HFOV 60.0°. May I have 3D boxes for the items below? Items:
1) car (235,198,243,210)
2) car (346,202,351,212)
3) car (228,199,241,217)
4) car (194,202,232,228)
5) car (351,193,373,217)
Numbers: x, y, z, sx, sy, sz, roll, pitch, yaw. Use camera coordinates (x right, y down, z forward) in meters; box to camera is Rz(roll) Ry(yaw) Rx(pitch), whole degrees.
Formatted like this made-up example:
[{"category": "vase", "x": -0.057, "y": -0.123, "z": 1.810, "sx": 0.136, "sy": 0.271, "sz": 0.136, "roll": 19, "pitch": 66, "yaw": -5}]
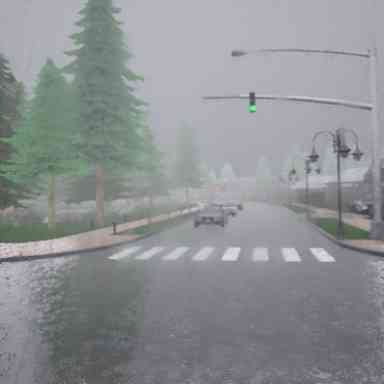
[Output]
[{"category": "car", "x": 5.488, "y": 1.580, "z": 42.724, "sx": 1.882, "sy": 1.535, "sz": 5.008, "roll": -2, "pitch": 0, "yaw": 12}, {"category": "car", "x": 15.177, "y": 0.907, "z": 27.838, "sx": 3.866, "sy": 1.878, "sz": 1.905, "roll": -2, "pitch": 0, "yaw": 12}, {"category": "car", "x": 3.411, "y": 1.698, "z": 32.759, "sx": 1.895, "sy": 1.301, "sz": 4.718, "roll": -2, "pitch": 0, "yaw": 12}, {"category": "car", "x": 1.400, "y": 1.655, "z": 23.111, "sx": 1.994, "sy": 1.385, "sz": 4.181, "roll": -2, "pitch": 0, "yaw": 12}, {"category": "car", "x": 15.052, "y": 0.892, "z": 25.297, "sx": 4.605, "sy": 1.855, "sz": 1.932, "roll": -2, "pitch": 0, "yaw": 12}]
